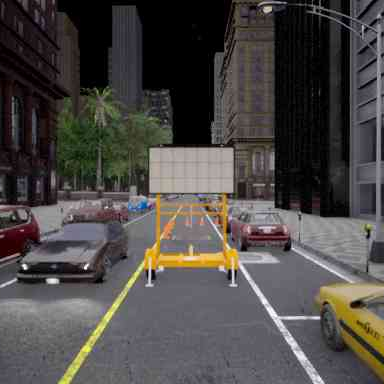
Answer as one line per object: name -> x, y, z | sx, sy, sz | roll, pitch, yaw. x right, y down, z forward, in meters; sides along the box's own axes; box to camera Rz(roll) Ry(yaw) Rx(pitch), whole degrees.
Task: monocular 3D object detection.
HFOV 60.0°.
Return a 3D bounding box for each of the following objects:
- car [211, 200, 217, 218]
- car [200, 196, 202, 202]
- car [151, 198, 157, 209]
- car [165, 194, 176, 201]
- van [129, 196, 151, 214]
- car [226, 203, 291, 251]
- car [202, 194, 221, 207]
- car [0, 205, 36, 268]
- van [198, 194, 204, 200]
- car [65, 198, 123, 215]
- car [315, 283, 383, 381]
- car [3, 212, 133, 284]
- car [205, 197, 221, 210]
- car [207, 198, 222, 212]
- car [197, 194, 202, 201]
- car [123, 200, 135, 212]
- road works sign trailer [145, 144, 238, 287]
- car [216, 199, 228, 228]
car -> 2.718, 1.547, 24.895 | 1.887, 1.381, 4.507 | 0, 0, 0
car -> 2.677, 1.575, 52.020 | 1.947, 1.339, 4.313 | 0, 0, 0
car -> -5.832, 1.448, 41.172 | 1.967, 1.590, 4.097 | 0, 0, 0
car -> -5.898, 1.553, 83.884 | 2.008, 1.369, 4.403 | 0, 0, 0
van -> -5.824, 1.347, 35.746 | 1.690, 1.788, 3.998 | 0, 0, 0
car -> 2.736, 1.440, 14.044 | 1.967, 1.590, 4.097 | 0, 0, 0
car -> 2.693, 1.323, 41.170 | 2.192, 1.841, 5.009 | 0, 0, 0
car -> -5.781, 1.314, 8.616 | 2.192, 1.841, 5.009 | 0, 0, 0
van -> 2.610, 1.338, 94.718 | 1.690, 1.788, 3.998 | 0, 0, 0
car -> -5.798, 1.316, 19.468 | 2.192, 1.841, 5.009 | 0, 0, 0
car -> 2.753, 1.525, 3.364 | 1.752, 1.417, 4.829 | 0, 0, 0
car -> -3.016, 1.547, 9.867 | 2.033, 1.411, 5.357 | 0, 0, 0
car -> 2.702, 1.532, 35.914 | 1.752, 1.417, 4.829 | 0, 0, 0
car -> 2.711, 1.555, 30.319 | 2.008, 1.369, 4.403 | 0, 0, 0
car -> 2.636, 1.570, 78.457 | 1.947, 1.339, 4.313 | 0, 0, 0
car -> -5.806, 1.547, 24.894 | 1.887, 1.381, 4.507 | 0, 0, 0
road works sign trailer -> -0.015, 0.464, 9.314 | 2.380, 3.560, 2.880 | 0, 0, 0
car -> 2.727, 1.441, 19.469 | 1.967, 1.590, 4.097 | 0, 0, 0
